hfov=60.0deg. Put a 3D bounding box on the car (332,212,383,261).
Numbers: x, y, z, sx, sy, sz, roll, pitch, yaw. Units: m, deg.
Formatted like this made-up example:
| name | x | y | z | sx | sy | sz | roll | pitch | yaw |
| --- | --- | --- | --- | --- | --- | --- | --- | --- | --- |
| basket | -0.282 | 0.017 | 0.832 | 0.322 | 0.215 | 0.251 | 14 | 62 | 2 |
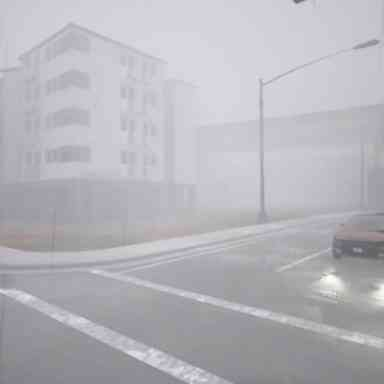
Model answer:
| name | x | y | z | sx | sy | sz | roll | pitch | yaw |
| --- | --- | --- | --- | --- | --- | --- | --- | --- | --- |
| car | 6.705 | 1.525 | 12.217 | 1.882 | 1.535 | 5.008 | -1 | -1 | 39 |
